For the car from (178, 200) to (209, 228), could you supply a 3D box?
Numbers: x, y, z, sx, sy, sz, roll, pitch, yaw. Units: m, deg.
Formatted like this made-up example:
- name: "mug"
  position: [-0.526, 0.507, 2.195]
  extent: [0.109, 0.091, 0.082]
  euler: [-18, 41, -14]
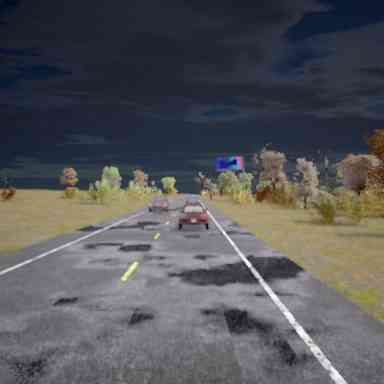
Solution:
- name: "car"
  position: [0.098, 1.493, 21.567]
  extent: [1.812, 1.442, 4.674]
  euler: [0, 0, 0]

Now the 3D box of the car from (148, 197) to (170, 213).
- name: "car"
  position: [-3.560, 1.299, 36.652]
  extent: [2.097, 1.767, 4.553]
  euler: [0, 0, 0]
